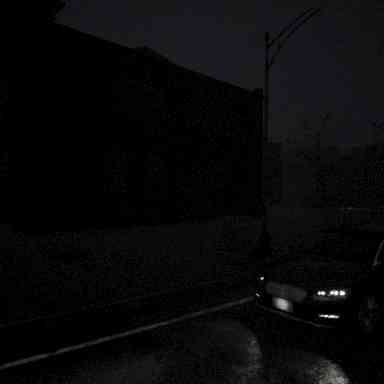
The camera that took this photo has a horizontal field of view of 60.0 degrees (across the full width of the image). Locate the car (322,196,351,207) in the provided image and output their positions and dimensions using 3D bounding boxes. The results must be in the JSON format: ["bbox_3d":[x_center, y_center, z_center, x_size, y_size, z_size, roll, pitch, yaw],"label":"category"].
[{"bbox_3d":[19.969,1.262,46.216,2.128,1.511,4.902,1,1,-9],"label":"car"}]

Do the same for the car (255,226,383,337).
[{"bbox_3d":[3.291,1.489,6.762,4.902,1.511,2.128,0,0,-40],"label":"car"}]
